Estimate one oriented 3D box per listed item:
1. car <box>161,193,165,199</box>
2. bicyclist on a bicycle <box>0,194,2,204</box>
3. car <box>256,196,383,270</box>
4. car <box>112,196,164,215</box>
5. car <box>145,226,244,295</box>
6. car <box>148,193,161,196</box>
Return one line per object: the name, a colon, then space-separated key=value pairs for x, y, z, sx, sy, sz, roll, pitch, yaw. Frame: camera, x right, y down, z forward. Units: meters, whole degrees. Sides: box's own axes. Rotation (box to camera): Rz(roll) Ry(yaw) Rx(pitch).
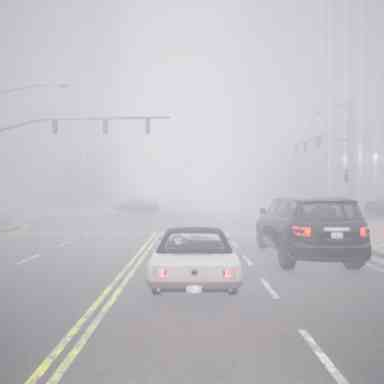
car: x=-6.970 y=0.942 z=72.611 sx=2.128 sy=1.511 sz=4.902 roll=0 pitch=0 yaw=0
bicyclist on a bicycle: x=-26.400 y=0.936 z=45.501 sx=0.582 sy=1.620 sz=1.656 roll=0 pitch=1 yaw=-1
car: x=3.579 y=1.134 z=10.849 sx=2.150 sy=2.045 sz=5.566 roll=0 pitch=1 yaw=0
car: x=-5.329 y=1.297 z=31.073 sx=2.033 sy=1.411 sz=5.357 roll=0 pitch=0 yaw=-45
car: x=0.064 y=1.532 z=8.496 sx=1.895 sy=1.301 sz=4.718 roll=0 pitch=0 yaw=0
car: x=-7.040 y=1.100 z=57.771 sx=1.994 sy=1.385 sz=4.181 roll=0 pitch=0 yaw=0
